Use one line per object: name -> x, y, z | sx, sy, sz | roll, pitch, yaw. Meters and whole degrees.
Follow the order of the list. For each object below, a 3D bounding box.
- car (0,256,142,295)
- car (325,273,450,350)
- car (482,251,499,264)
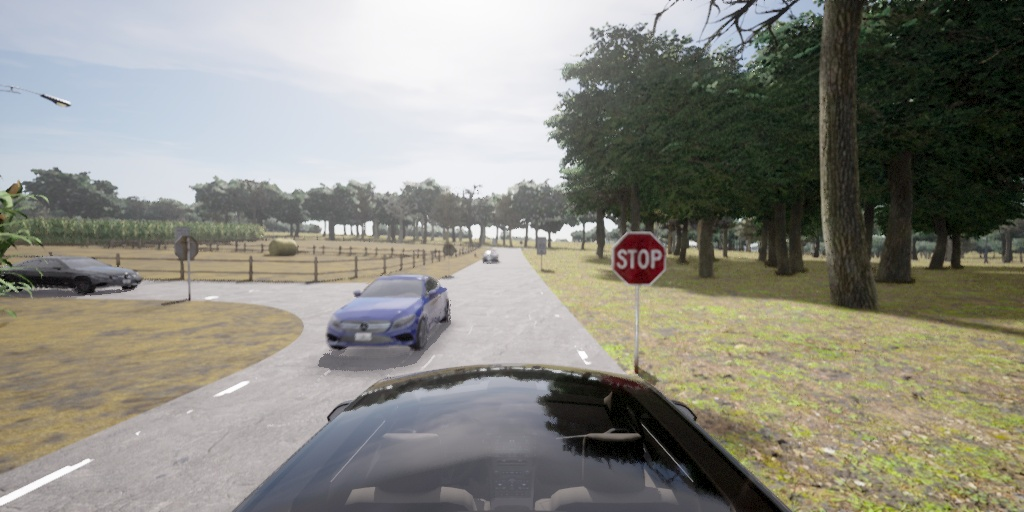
car -> -18.302, 0.744, 14.882 | 4.674, 1.442, 1.812 | 1, 1, 0
car -> -2.722, 1.188, 8.914 | 1.812, 1.442, 4.674 | 0, 1, 0
car -> -2.586, 0.095, 43.932 | 2.128, 1.511, 4.902 | 0, 2, 0
